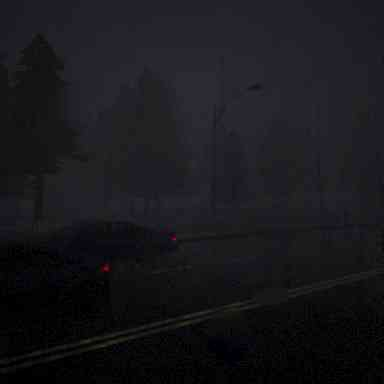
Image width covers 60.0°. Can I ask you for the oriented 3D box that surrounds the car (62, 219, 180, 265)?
[{"bbox_3d":[-2.989,1.582,10.433,5.357,1.411,2.033,1,0,-35],"label":"car"}]

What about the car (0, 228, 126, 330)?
[{"bbox_3d":[-3.560,1.566,5.768,4.181,1.385,1.994,1,0,-35],"label":"car"}]
